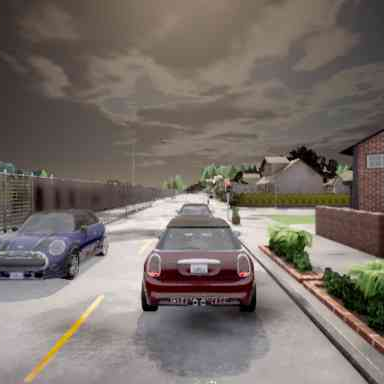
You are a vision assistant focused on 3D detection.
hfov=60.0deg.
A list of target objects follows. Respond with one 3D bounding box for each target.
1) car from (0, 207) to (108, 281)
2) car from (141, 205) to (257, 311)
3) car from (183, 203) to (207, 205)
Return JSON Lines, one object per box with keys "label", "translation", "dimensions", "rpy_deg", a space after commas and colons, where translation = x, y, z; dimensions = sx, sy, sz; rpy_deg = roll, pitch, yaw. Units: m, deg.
{"label": "car", "translation": [-4.055, 1.348, 9.956], "dimensions": [2.097, 1.767, 4.553], "rpy_deg": [0, 0, 0]}
{"label": "car", "translation": [0.125, 1.349, 7.893], "dimensions": [2.097, 1.767, 4.553], "rpy_deg": [0, 0, 0]}
{"label": "car", "translation": [0.162, 1.345, 17.590], "dimensions": [2.097, 1.767, 4.553], "rpy_deg": [0, 0, 0]}
